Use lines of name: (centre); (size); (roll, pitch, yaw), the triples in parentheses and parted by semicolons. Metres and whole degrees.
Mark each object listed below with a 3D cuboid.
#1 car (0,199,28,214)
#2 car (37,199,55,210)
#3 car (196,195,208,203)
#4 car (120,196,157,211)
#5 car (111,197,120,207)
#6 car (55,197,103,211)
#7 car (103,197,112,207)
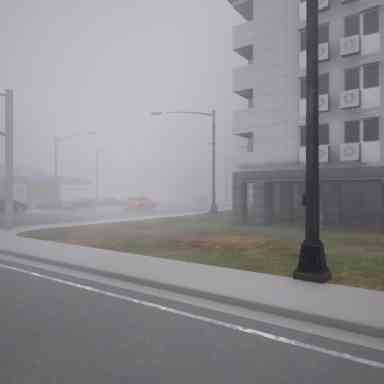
car: (-19.348, 1.478, 33.714); (1.882, 1.535, 5.008); (0, 0, 36)
car: (-17.560, 1.564, 42.491); (1.994, 1.385, 4.181); (0, 0, 31)
car: (2.049, 1.353, 69.977); (2.097, 1.767, 4.553); (0, 0, -8)
car: (-6.209, 1.352, 40.931); (2.097, 1.767, 4.553); (0, 0, 27)
car: (-9.911, 1.601, 50.860); (1.895, 1.301, 4.718); (0, 0, 16)
car: (-14.045, 1.491, 41.572); (2.128, 1.511, 4.902); (0, 0, 30)
car: (-13.337, 1.478, 51.662); (1.882, 1.535, 5.008); (0, 0, 16)
